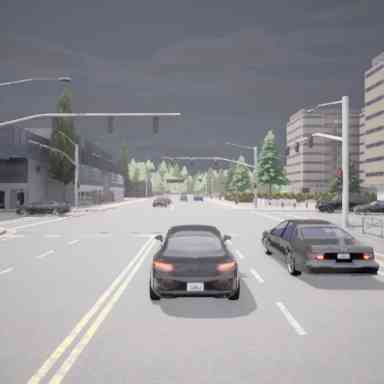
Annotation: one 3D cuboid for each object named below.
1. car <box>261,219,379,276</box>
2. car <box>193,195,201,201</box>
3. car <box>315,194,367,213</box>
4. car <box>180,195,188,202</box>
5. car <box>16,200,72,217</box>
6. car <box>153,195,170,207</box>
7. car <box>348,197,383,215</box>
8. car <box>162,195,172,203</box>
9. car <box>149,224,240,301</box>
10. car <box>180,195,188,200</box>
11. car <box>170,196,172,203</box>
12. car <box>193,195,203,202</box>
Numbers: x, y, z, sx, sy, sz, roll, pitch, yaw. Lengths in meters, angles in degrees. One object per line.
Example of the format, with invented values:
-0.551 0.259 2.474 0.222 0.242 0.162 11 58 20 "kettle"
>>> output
3.534 1.546 10.280 2.033 1.411 5.357 0 0 0 "car"
1.318 1.486 88.851 1.837 1.490 4.892 0 0 -1 "car"
16.291 1.216 36.005 5.566 2.045 2.150 0 0 -2 "car"
-1.908 1.520 78.143 2.033 1.411 5.357 0 0 -1 "car"
-13.779 1.500 30.990 4.892 1.490 1.837 0 0 -2 "car"
-4.779 1.556 50.261 1.994 1.385 4.181 0 0 -2 "car"
18.226 1.521 32.537 4.674 1.442 1.812 0 0 -2 "car"
-5.215 1.466 70.577 1.882 1.535 5.008 0 0 -1 "car"
0.037 1.524 8.224 1.812 1.442 4.674 0 0 -1 "car"
-2.181 1.453 88.779 1.994 1.385 4.181 0 0 -1 "car"
-5.017 1.554 60.246 1.994 1.385 4.181 0 0 -2 "car"
1.579 1.465 78.713 1.882 1.535 5.008 0 0 -1 "car"
